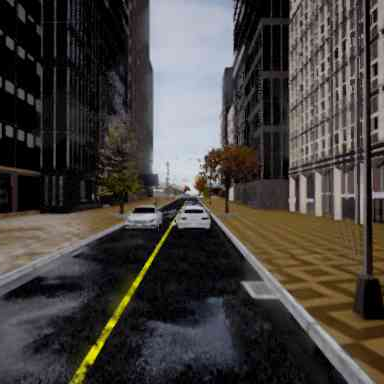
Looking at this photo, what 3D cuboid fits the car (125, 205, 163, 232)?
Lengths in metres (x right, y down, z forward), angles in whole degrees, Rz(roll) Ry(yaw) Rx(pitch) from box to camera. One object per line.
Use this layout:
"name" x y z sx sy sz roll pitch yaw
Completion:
"car" -2.840 1.534 20.387 1.812 1.442 4.674 0 0 0

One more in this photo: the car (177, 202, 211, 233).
"car" 0.105 1.533 19.531 1.812 1.442 4.674 0 0 0
